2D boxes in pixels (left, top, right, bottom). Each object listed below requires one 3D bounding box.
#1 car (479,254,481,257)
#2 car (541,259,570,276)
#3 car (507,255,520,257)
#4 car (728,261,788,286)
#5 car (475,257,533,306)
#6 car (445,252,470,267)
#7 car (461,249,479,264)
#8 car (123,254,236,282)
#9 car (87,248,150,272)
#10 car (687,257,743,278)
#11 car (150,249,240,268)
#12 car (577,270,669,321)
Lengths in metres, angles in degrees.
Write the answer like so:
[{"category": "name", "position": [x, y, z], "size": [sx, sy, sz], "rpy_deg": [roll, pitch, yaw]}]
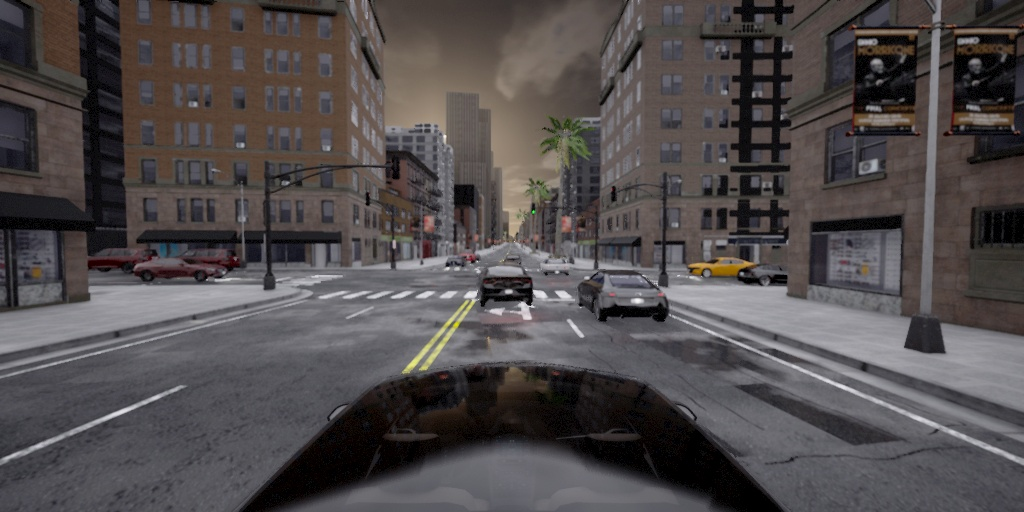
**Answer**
[{"category": "car", "position": [-6.466, 0.178, 62.710], "size": [2.033, 1.411, 5.357], "rpy_deg": [0, 1, 0]}, {"category": "car", "position": [3.365, 0.853, 28.868], "size": [1.895, 1.301, 4.718], "rpy_deg": [0, 1, 0]}, {"category": "car", "position": [0.121, 0.590, 38.223], "size": [1.837, 1.490, 4.892], "rpy_deg": [0, 1, 0]}, {"category": "car", "position": [16.220, 1.145, 22.056], "size": [4.313, 1.339, 1.948], "rpy_deg": [0, 0, 0]}, {"category": "car", "position": [-0.386, 0.996, 14.400], "size": [1.882, 1.535, 5.008], "rpy_deg": [0, 1, -7]}, {"category": "car", "position": [-6.572, 0.572, 42.458], "size": [1.994, 1.385, 4.181], "rpy_deg": [0, 1, 0]}, {"category": "car", "position": [-6.540, 0.050, 52.224], "size": [2.150, 2.045, 5.566], "rpy_deg": [0, 1, 0]}, {"category": "car", "position": [-20.442, 0.779, 22.230], "size": [4.674, 1.442, 1.812], "rpy_deg": [0, 2, -9]}, {"category": "car", "position": [-29.326, 0.344, 26.745], "size": [5.009, 1.841, 2.192], "rpy_deg": [0, 0, -9]}, {"category": "car", "position": [16.338, 0.865, 27.983], "size": [5.008, 1.535, 1.882], "rpy_deg": [0, 2, 0]}, {"category": "car", "position": [-23.880, 0.371, 27.565], "size": [5.009, 1.841, 2.192], "rpy_deg": [0, 0, -9]}, {"category": "car", "position": [3.353, 1.133, 11.566], "size": [1.994, 1.385, 4.181], "rpy_deg": [0, 1, 0]}]
